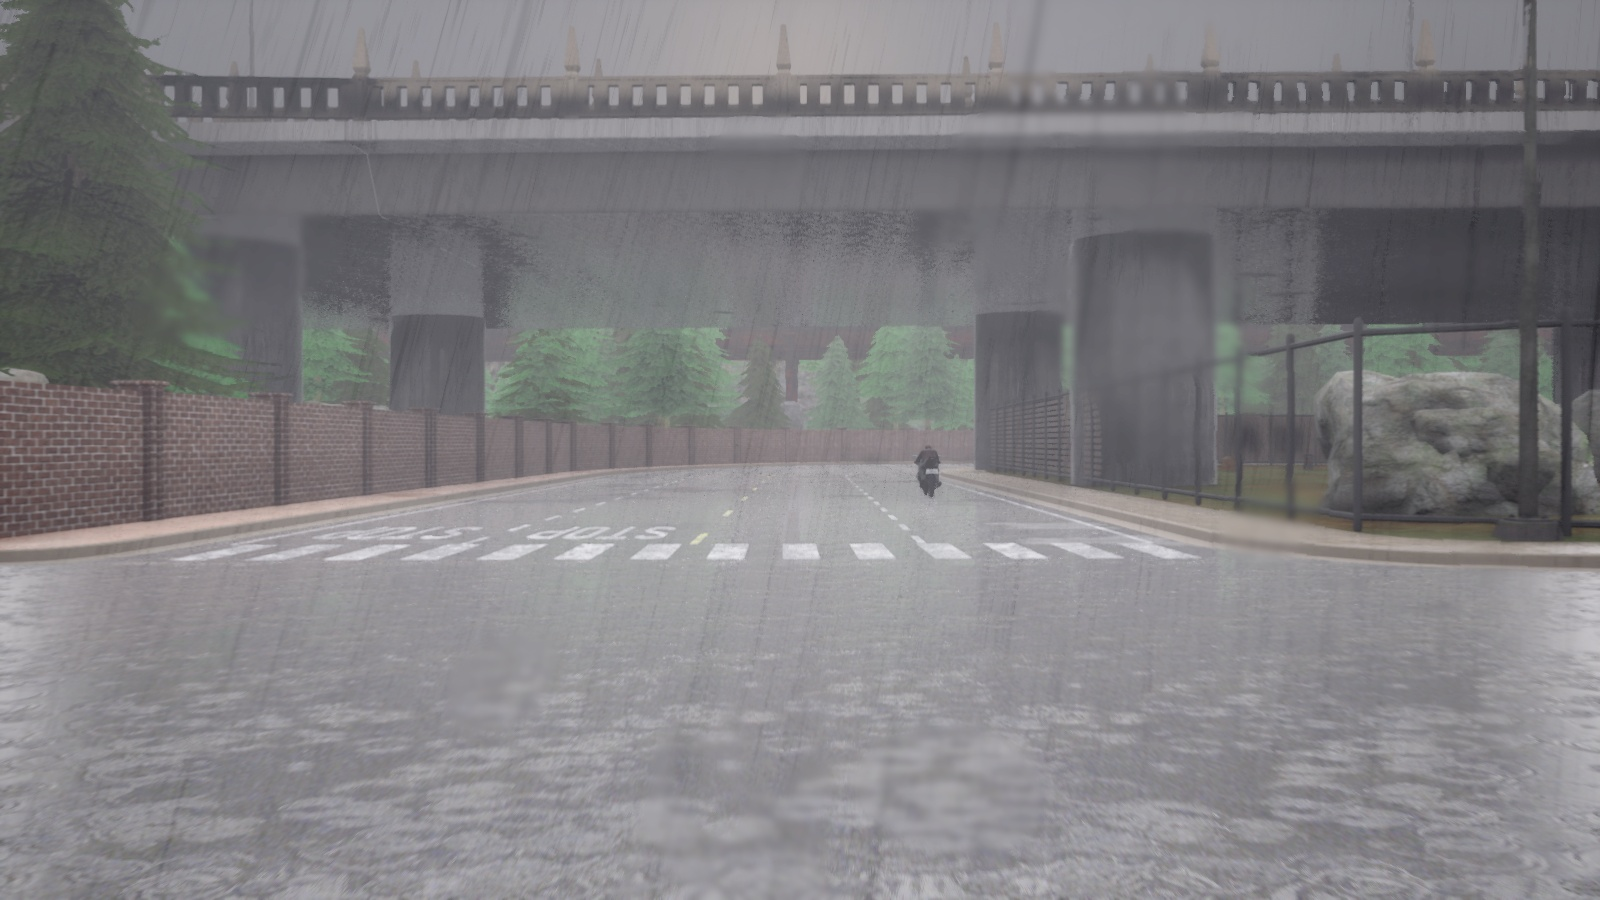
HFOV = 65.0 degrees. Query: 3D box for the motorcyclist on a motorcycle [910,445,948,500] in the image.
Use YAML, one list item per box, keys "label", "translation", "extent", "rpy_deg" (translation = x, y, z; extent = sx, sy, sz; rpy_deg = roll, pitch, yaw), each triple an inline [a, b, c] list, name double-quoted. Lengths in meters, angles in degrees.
- label: "motorcyclist on a motorcycle"
  translation: [3.722, 0.626, 36.379]
  extent: [0.866, 1.530, 2.191]
  rpy_deg: [0, 0, 0]
